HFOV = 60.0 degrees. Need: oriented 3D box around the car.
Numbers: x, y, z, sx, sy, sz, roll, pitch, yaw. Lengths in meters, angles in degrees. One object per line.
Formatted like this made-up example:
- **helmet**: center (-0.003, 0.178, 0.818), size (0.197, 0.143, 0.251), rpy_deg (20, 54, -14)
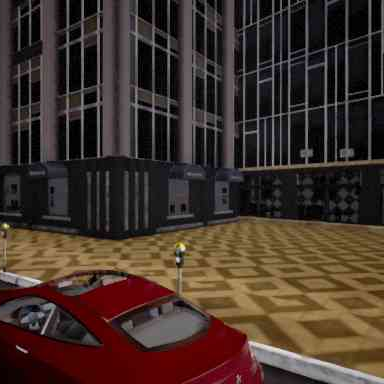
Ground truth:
- **car**: center (-1.290, 1.581, 3.793), size (4.206, 1.307, 1.802), rpy_deg (0, 0, 35)
